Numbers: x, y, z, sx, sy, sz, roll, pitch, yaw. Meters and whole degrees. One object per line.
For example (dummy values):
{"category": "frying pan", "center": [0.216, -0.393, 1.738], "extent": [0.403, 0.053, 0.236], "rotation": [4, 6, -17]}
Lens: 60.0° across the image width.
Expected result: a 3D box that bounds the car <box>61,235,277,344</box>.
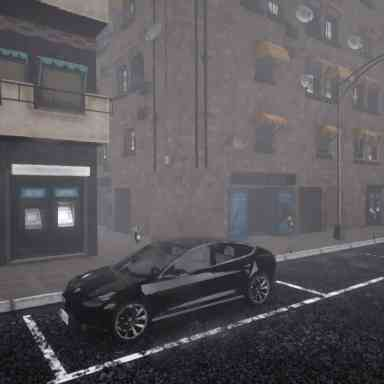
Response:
{"category": "car", "center": [-0.202, 1.566, 6.431], "extent": [4.313, 1.339, 1.947], "rotation": [0, 0, -36]}
